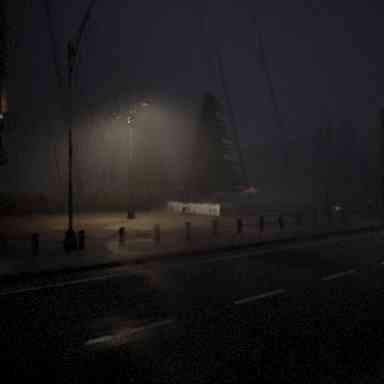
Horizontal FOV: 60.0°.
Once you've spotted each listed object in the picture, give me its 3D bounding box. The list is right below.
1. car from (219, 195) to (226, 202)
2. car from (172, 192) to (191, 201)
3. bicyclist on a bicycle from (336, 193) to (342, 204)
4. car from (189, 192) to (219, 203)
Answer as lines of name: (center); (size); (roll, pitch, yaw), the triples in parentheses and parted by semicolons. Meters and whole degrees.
car: (4.494, 1.217, 64.854); (1.882, 1.535, 5.008); (0, 0, -35)
car: (-2.331, 0.949, 74.342); (2.097, 1.767, 4.553); (0, 0, -36)
bicyclist on a bicycle: (21.488, 1.015, 48.549); (1.656, 1.620, 0.582); (-1, 0, -36)
car: (2.002, 0.983, 62.291); (2.150, 2.045, 5.566); (-1, 0, -33)
